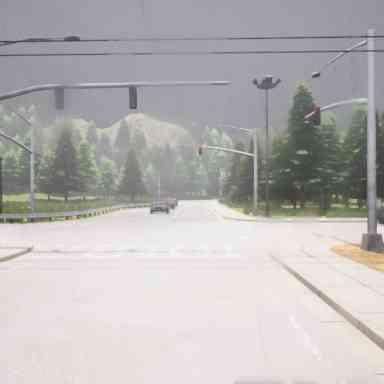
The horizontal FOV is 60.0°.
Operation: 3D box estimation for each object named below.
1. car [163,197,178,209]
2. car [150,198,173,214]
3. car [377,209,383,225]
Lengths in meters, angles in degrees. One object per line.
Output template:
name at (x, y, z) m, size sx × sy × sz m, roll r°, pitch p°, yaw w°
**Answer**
car at (-3.488, 1.493, 47.188) m, size 2.097 × 1.767 × 4.553 m, roll 0°, pitch 0°, yaw 0°
car at (-3.528, 1.681, 37.479) m, size 1.994 × 1.385 × 4.181 m, roll 0°, pitch 0°, yaw 0°
car at (14.623, 1.361, 22.123) m, size 4.553 × 1.767 × 2.097 m, roll 0°, pitch 0°, yaw 1°
